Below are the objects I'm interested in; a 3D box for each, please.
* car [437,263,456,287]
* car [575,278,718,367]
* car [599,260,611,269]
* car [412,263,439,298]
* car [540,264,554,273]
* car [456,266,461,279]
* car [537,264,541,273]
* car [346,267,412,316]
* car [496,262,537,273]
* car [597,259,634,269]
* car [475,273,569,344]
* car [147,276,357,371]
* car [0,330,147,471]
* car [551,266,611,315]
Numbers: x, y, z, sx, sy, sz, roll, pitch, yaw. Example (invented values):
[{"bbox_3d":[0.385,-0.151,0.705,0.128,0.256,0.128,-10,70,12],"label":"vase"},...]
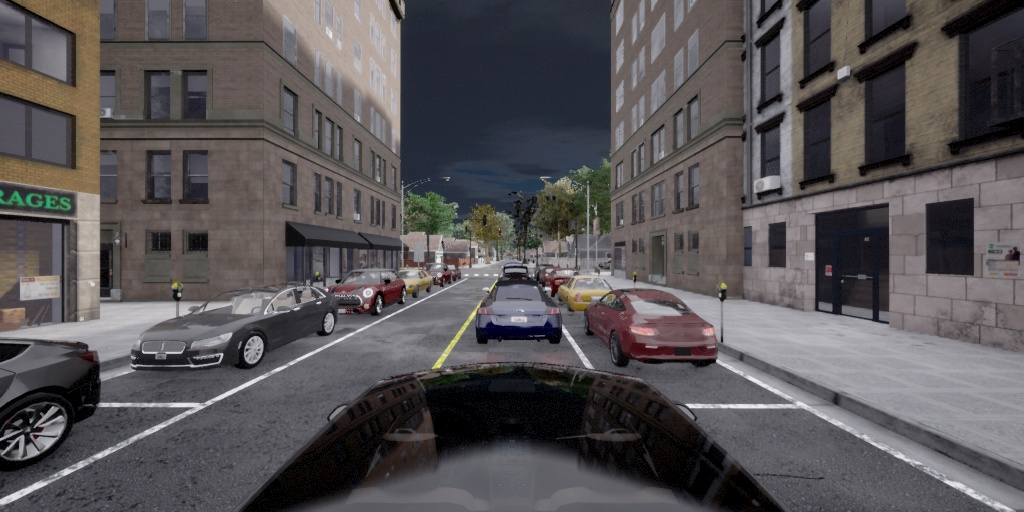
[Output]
[{"bbox_3d":[-5.272,1.198,24.228,1.967,1.591,4.097,0,0,0],"label":"car"},{"bbox_3d":[2.662,1.332,7.631,1.802,1.307,4.207,0,0,0],"label":"car"},{"bbox_3d":[14.997,1.168,49.357,4.902,1.511,2.128,0,0,0],"label":"car"},{"bbox_3d":[-5.303,1.280,18.539,1.751,1.417,4.829,0,0,0],"label":"car"},{"bbox_3d":[2.723,1.300,18.668,1.888,1.381,4.507,0,0,0],"label":"car"},{"bbox_3d":[-5.242,1.343,29.747,1.802,1.307,4.207,0,0,0],"label":"car"},{"bbox_3d":[2.753,1.340,24.186,1.802,1.307,4.207,0,0,0],"label":"car"},{"bbox_3d":[-5.332,1.192,13.190,1.967,1.591,4.097,0,0,0],"label":"car"},{"bbox_3d":[0.189,1.260,19.592,1.837,1.490,4.892,0,0,0],"label":"car"},{"bbox_3d":[15.193,1.181,52.614,4.892,1.490,1.837,0,0,0],"label":"car"},{"bbox_3d":[0.142,1.315,9.607,1.994,1.385,4.181,0,0,0],"label":"car"},{"bbox_3d":[-5.363,1.301,7.672,2.007,1.370,4.403,0,0,0],"label":"car"},{"bbox_3d":[-5.393,1.316,2.154,1.948,1.339,4.313,0,0,0],"label":"car"},{"bbox_3d":[2.694,1.278,13.320,1.751,1.417,4.829,0,0,0],"label":"car"}]
